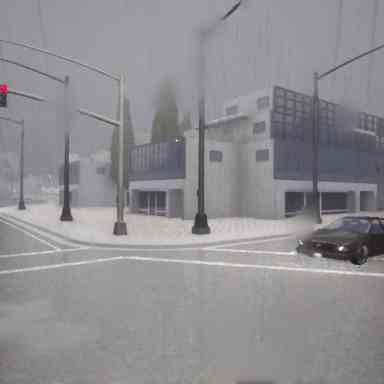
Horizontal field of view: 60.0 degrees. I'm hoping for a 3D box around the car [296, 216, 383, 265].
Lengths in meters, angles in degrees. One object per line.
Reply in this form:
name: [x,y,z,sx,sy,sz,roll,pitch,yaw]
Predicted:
car: [6.047,1.591,11.986,5.357,1.411,2.033,0,0,-37]
